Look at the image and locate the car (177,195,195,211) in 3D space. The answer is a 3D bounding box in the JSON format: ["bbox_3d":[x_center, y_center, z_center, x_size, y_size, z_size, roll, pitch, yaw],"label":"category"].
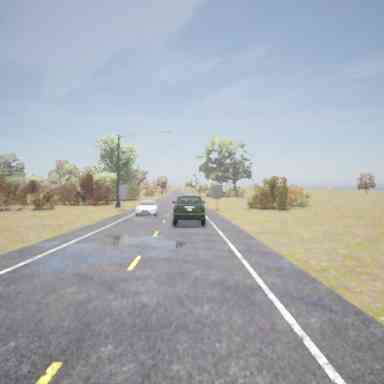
[{"bbox_3d":[-0.805,1.314,41.780,2.097,1.767,4.553,0,0,-2],"label":"car"}]

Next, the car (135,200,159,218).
[{"bbox_3d":[-4.023,1.507,30.420,1.812,1.442,4.674,0,0,-1],"label":"car"}]

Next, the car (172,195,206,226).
[{"bbox_3d":[-0.217,1.208,23.721,2.150,2.045,5.566,0,0,-1],"label":"car"}]
